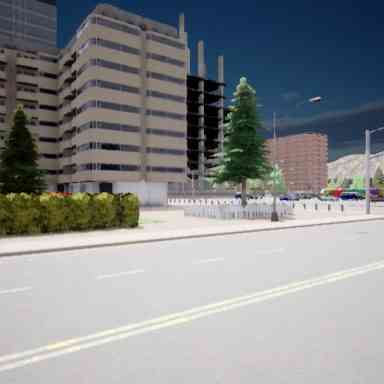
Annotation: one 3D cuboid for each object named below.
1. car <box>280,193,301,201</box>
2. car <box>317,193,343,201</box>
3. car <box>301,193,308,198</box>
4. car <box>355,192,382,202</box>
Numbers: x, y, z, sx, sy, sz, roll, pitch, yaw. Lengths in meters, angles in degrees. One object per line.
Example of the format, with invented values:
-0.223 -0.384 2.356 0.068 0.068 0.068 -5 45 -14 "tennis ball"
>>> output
26.279 1.363 88.910 1.970 1.475 3.806 0 0 -36 "car"
30.342 1.364 73.262 1.970 1.475 3.806 0 0 -36 "car"
28.638 1.332 90.588 1.784 1.438 3.905 0 0 -36 "car"
44.053 1.124 83.138 1.932 1.855 4.605 0 0 -36 "car"
